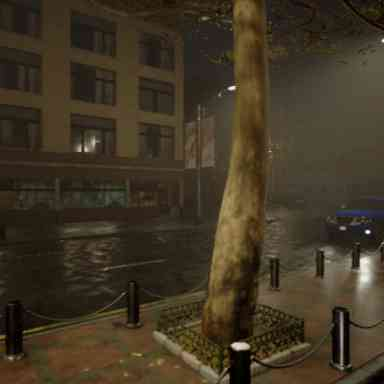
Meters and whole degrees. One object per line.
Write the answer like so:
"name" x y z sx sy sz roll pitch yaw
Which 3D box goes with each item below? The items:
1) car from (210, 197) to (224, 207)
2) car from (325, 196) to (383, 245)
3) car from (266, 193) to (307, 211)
"car" 4.676 1.440 49.284 2.128 1.511 4.902 0 0 -34
"car" 8.617 1.200 15.668 5.566 2.045 2.150 0 0 -36
"car" 11.188 1.167 40.310 2.150 2.045 5.566 0 0 -38
